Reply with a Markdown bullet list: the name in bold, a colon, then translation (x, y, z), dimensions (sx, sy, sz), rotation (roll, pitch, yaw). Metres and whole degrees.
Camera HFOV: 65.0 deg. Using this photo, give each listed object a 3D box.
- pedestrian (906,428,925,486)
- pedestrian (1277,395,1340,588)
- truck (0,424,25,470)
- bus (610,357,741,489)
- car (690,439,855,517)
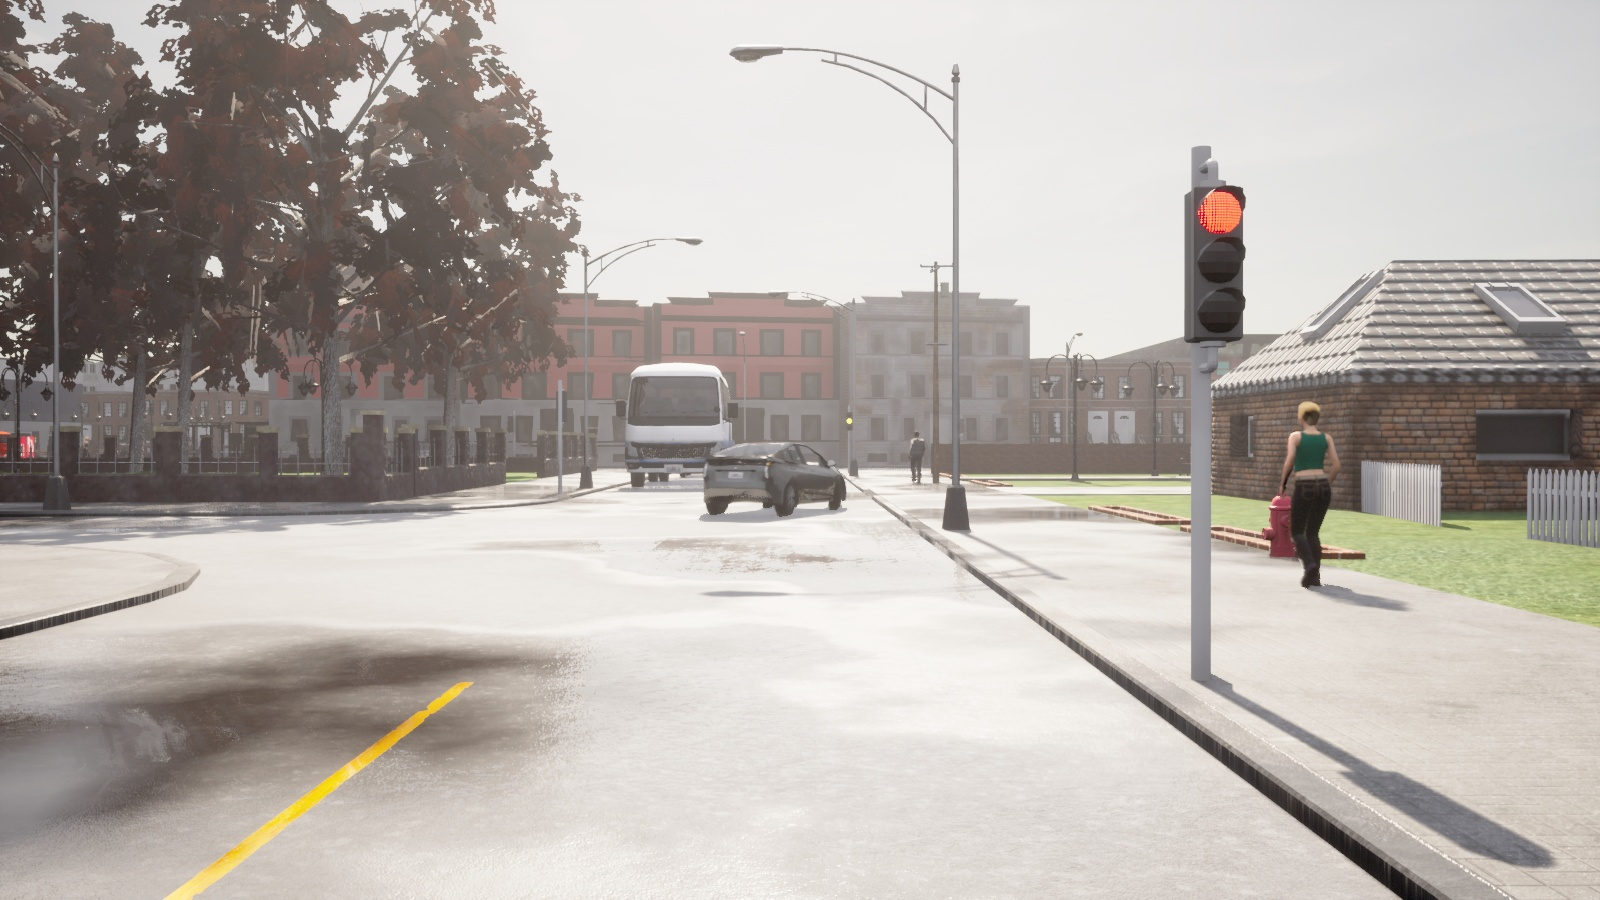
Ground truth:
- **pedestrian**: translation (3.934, 0.218, 42.644), dimensions (0.423, 1.949, 0.788), rotation (0, 0, -13)
- **pedestrian**: translation (4.940, 0.391, 12.214), dimensions (0.345, 1.836, 0.594), rotation (0, 0, -2)
- **truck**: translation (-45.834, -0.165, 68.737), dimensions (5.204, 2.467, 2.627), rotation (0, 0, 0)
- **bus**: translation (-4.227, -0.889, 45.382), dimensions (3.944, 4.253, 10.273), rotation (0, 0, -1)
- **car**: translation (-0.479, 0.540, 27.057), dimensions (2.007, 1.525, 4.514), rotation (0, 0, 21)
